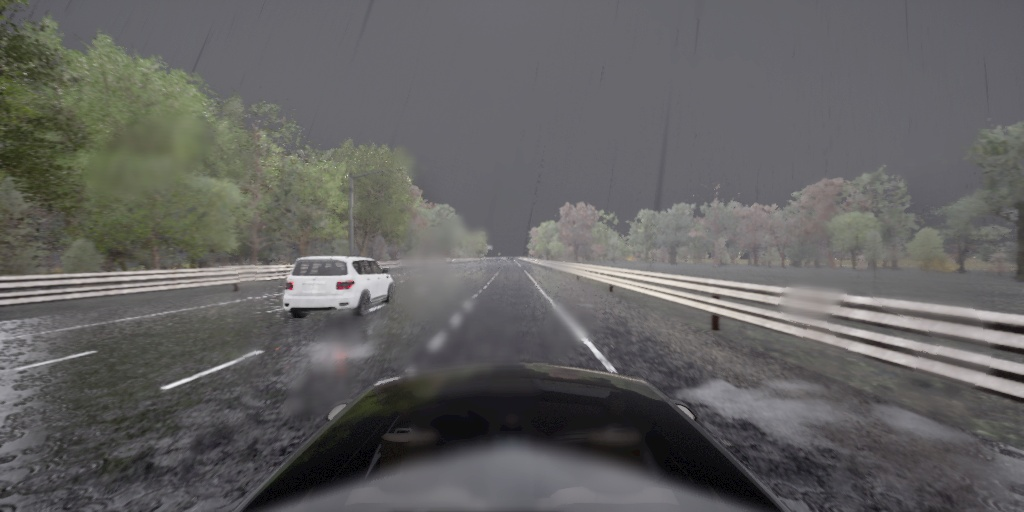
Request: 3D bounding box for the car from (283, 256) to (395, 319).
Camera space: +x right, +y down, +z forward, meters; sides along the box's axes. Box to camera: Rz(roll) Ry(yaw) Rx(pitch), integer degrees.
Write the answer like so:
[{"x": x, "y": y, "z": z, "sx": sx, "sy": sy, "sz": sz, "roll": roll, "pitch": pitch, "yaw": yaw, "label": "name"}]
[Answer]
[{"x": -5.937, "y": 1.031, "z": 13.049, "sx": 2.150, "sy": 2.045, "sz": 5.566, "roll": 0, "pitch": 0, "yaw": -4, "label": "car"}]
